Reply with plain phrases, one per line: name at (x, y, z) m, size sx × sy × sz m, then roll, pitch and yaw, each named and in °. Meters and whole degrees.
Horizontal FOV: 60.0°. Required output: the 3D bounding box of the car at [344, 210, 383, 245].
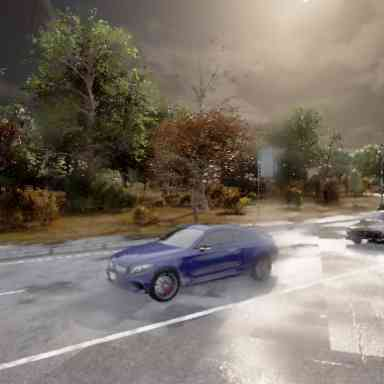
car at (8.893, 1.486, 14.515) m, size 5.357 × 1.411 × 2.033 m, roll -1°, pitch 0°, yaw -36°

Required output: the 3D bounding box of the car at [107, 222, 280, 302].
car at (0.239, 1.523, 8.387) m, size 4.674 × 1.442 × 1.812 m, roll 0°, pitch 0°, yaw -35°
